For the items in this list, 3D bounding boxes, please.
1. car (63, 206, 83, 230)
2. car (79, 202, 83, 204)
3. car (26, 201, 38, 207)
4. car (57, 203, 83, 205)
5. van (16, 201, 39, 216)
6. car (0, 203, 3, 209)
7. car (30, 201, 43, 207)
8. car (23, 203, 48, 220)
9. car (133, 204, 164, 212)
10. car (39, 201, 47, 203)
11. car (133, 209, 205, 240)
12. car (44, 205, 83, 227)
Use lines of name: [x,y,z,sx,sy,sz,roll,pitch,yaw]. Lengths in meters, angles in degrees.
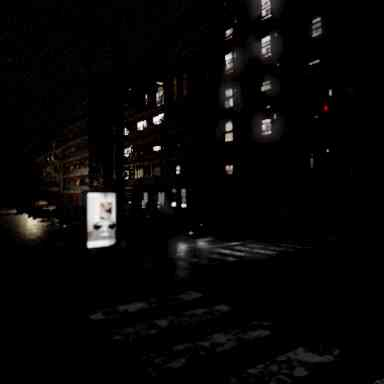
car: [-6.806,1.924,22.237,2.008,1.369,4.403,-1,0,-36]
car: [-16.254,2.195,49.781,1.967,1.590,4.097,-1,0,-36]
car: [-39.131,2.871,81.345,1.887,1.381,4.507,-1,0,-36]
car: [-14.088,2.201,36.956,1.895,1.301,4.718,0,-1,-36]
van: [-21.080,2.069,42.102,1.690,1.788,3.998,-1,0,-36]
car: [-39.382,2.736,67.409,2.008,1.369,4.403,-1,0,-36]
car: [-35.863,2.810,76.835,1.947,1.339,4.313,-1,0,-36]
car: [-16.157,2.150,35.218,1.887,1.381,4.507,-1,0,-36]
car: [-4.393,1.903,33.627,1.967,1.590,4.097,-1,0,-36]
car: [-32.598,2.602,72.326,1.967,1.590,4.097,-1,0,-36]
car: [-1.332,1.886,19.333,1.895,1.301,4.718,0,-1,-36]
car: [-10.074,2.004,26.747,2.008,1.369,4.403,-1,0,-36]
